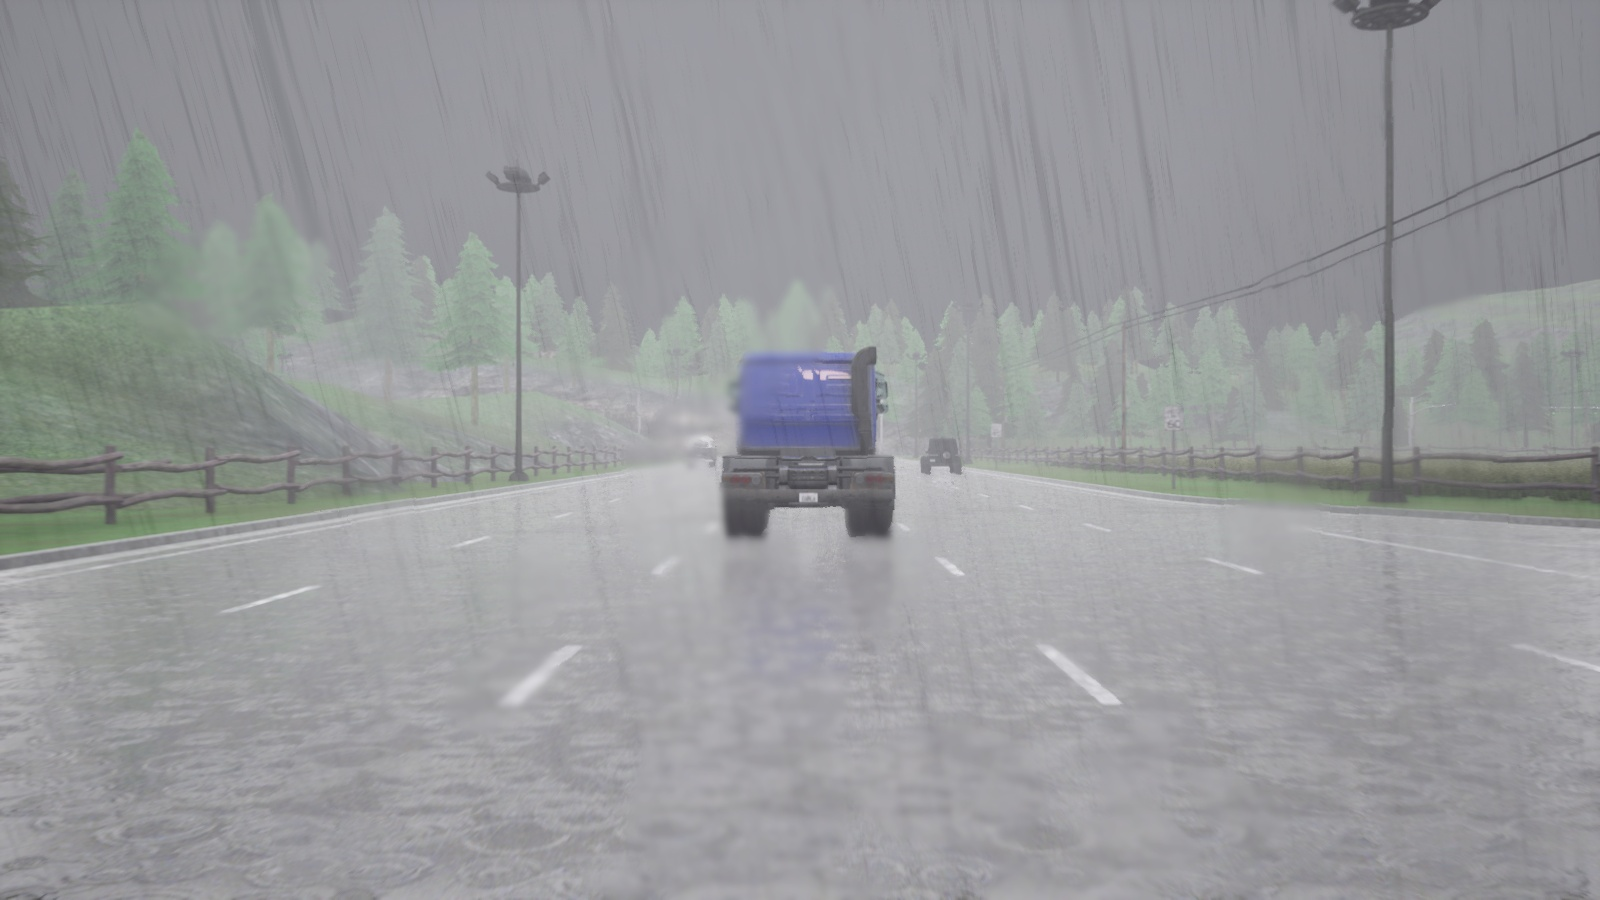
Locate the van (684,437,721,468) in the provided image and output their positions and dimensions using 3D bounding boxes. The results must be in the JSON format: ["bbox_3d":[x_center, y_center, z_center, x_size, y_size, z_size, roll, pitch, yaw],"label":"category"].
[{"bbox_3d":[-6.503,0.152,84.084,2.069,2.038,4.480,0,0,0],"label":"van"}]

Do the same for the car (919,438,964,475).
[{"bbox_3d":[7.393,0.303,65.954,1.905,1.878,3.866,0,0,0],"label":"car"}]

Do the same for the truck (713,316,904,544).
[{"bbox_3d":[0.148,-0.320,23.003,2.891,3.462,7.936,0,0,0],"label":"truck"}]
